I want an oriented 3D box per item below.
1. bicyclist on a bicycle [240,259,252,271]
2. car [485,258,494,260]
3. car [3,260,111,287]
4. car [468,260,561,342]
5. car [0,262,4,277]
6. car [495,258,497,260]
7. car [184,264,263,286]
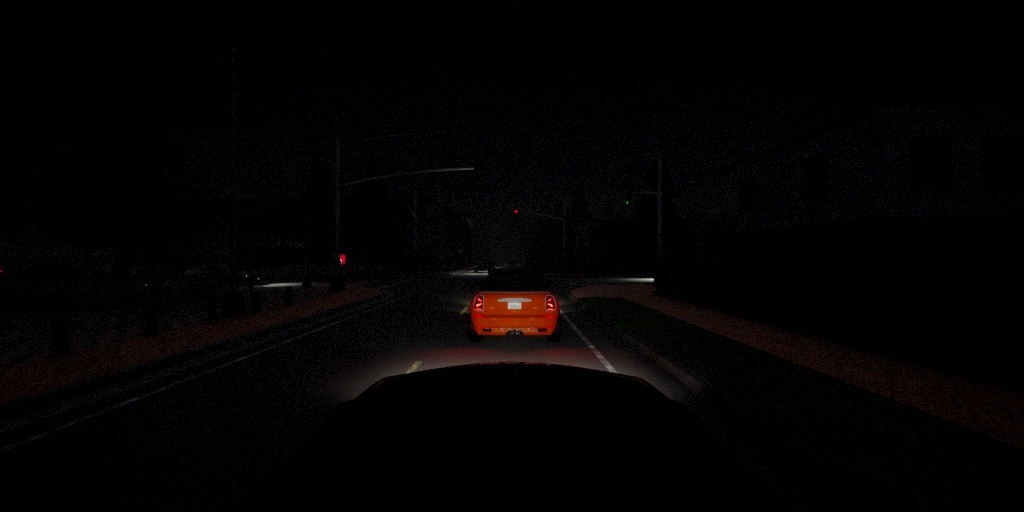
[{"bbox_3d":[-23.569,1.066,31.794,0.582,1.620,1.656,0,0,-2],"label":"bicyclist on a bicycle"},{"bbox_3d":[-3.614,1.227,44.784,1.882,1.535,5.008,0,0,0],"label":"car"},{"bbox_3d":[-30.185,1.243,24.122,5.008,1.535,1.882,0,0,-1],"label":"car"},{"bbox_3d":[0.069,1.102,9.944,2.097,1.767,4.553,0,0,0],"label":"car"},{"bbox_3d":[-41.941,1.329,27.452,4.181,1.385,1.994,0,0,-2],"label":"car"},{"bbox_3d":[-3.610,1.241,55.089,2.128,1.511,4.902,0,0,0],"label":"car"},{"bbox_3d":[-19.663,1.291,24.446,4.674,1.442,1.812,0,0,-2],"label":"car"}]
